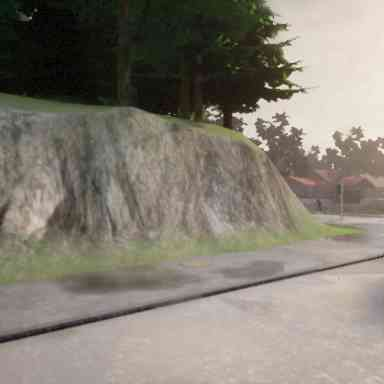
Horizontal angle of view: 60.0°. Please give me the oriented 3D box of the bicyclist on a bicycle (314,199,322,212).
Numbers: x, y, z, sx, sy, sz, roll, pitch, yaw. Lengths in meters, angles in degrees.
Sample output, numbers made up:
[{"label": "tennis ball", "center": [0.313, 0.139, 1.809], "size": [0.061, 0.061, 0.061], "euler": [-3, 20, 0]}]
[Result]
[{"label": "bicyclist on a bicycle", "center": [15.049, 1.604, 39.626], "size": [1.656, 1.620, 0.582], "euler": [0, 0, -36]}]
